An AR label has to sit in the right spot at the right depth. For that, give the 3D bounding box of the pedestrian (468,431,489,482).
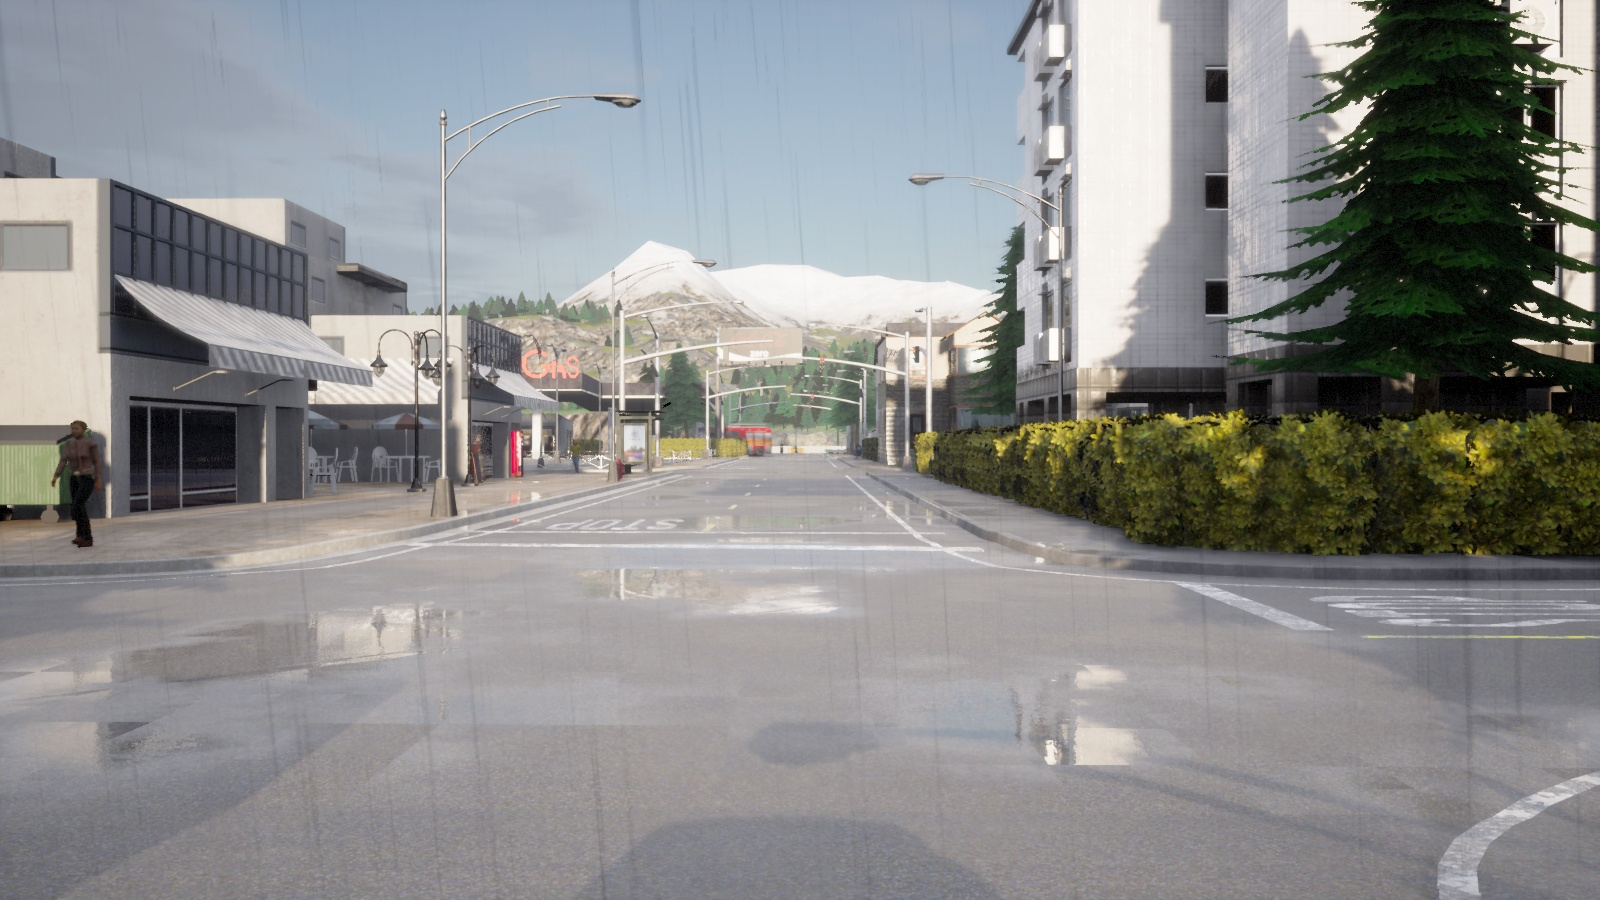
[{"bbox_3d":[-11.820,0.239,46.183,0.376,1.854,0.720,0,0,22],"label":"pedestrian"}]

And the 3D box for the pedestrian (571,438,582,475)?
[{"bbox_3d":[-11.253,0.313,63.171,0.354,1.836,0.706,0,0,5],"label":"pedestrian"}]

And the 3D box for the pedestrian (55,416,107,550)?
[{"bbox_3d":[-10.123,0.455,17.690,0.331,1.846,0.634,0,0,6],"label":"pedestrian"}]
